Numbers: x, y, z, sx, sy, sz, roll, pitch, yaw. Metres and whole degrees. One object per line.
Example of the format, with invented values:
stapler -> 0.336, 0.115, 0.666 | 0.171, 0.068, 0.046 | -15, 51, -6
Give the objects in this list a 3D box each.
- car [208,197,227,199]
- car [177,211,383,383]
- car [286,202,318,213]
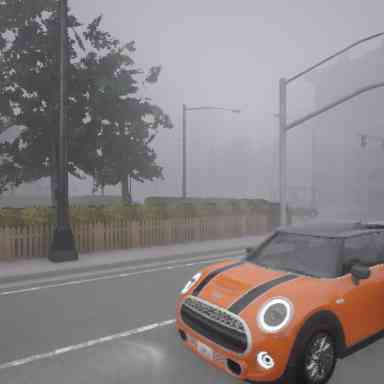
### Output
car -> 3.309, 1.352, 38.051 | 2.097, 1.767, 4.553 | 0, 0, -35
car -> 1.988, 1.352, 5.401 | 4.553, 1.767, 2.097 | 0, 0, -35
car -> 8.953, 1.601, 29.941 | 1.895, 1.301, 4.718 | 0, 0, -35
